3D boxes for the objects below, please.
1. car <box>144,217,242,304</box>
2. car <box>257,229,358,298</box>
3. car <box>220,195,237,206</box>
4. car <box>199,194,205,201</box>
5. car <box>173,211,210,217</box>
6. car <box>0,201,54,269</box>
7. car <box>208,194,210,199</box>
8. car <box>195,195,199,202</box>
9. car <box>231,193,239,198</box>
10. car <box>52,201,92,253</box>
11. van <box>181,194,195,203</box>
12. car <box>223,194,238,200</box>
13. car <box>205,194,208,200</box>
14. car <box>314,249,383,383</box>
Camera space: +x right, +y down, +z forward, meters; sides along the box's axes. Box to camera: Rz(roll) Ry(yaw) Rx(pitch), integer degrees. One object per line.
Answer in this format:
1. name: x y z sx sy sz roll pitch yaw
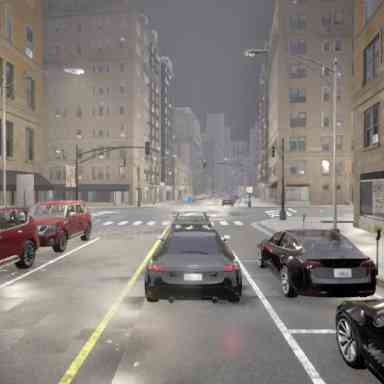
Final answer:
1. car: 0.038 1.562 8.232 1.994 1.385 4.181 0 0 0
2. car: 2.842 1.564 8.348 1.947 1.339 4.313 -1 0 0
3. car: 5.668 1.512 52.688 1.947 1.339 4.313 0 0 9
4. car: 1.424 1.403 80.984 1.752 1.417 4.829 0 0 9
5. car: -0.022 1.595 17.046 1.895 1.301 4.718 0 0 0
6. car: -5.686 1.313 8.327 2.192 1.841 5.009 -1 0 0
7. car: 3.132 1.307 92.017 1.967 1.590 4.097 0 0 9
8. car: -0.233 1.336 70.289 1.967 1.590 4.097 0 0 9
9. car: 10.715 1.200 85.280 2.192 1.841 5.009 0 0 9
10. car: -5.695 1.311 13.835 2.192 1.841 5.009 -1 0 0
11. van: -1.075 1.248 64.856 1.690 1.788 3.998 0 0 9
12. car: 7.351 1.486 63.552 1.947 1.339 4.313 0 0 9
13. car: 2.292 1.454 86.585 1.802 1.307 4.206 0 0 9
14. car: 2.851 1.565 2.841 1.947 1.339 4.313 -1 0 0
